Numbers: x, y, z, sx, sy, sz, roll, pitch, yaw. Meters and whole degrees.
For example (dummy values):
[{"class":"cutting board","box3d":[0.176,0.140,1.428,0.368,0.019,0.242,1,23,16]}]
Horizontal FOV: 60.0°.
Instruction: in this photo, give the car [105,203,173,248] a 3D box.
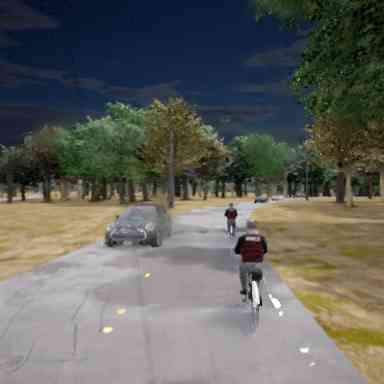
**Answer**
[{"class":"car","box3d":[-2.172,1.324,14.674,2.097,1.767,4.553,0,0,6]}]

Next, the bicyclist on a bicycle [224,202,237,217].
[{"class":"bicyclist on a bicycle","box3d":[1.765,1.345,14.974,0.659,1.776,1.843,0,0,6]}]

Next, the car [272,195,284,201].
[{"class":"car","box3d":[19.087,1.300,73.615,1.895,1.301,4.718,0,0,29]}]

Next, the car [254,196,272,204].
[{"class":"car","box3d":[12.432,1.364,59.288,1.895,1.301,4.718,0,0,23]}]

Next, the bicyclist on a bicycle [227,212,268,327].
[{"class":"bicyclist on a bicycle","box3d":[1.077,1.365,6.153,0.659,1.776,1.843,0,0,3]}]
